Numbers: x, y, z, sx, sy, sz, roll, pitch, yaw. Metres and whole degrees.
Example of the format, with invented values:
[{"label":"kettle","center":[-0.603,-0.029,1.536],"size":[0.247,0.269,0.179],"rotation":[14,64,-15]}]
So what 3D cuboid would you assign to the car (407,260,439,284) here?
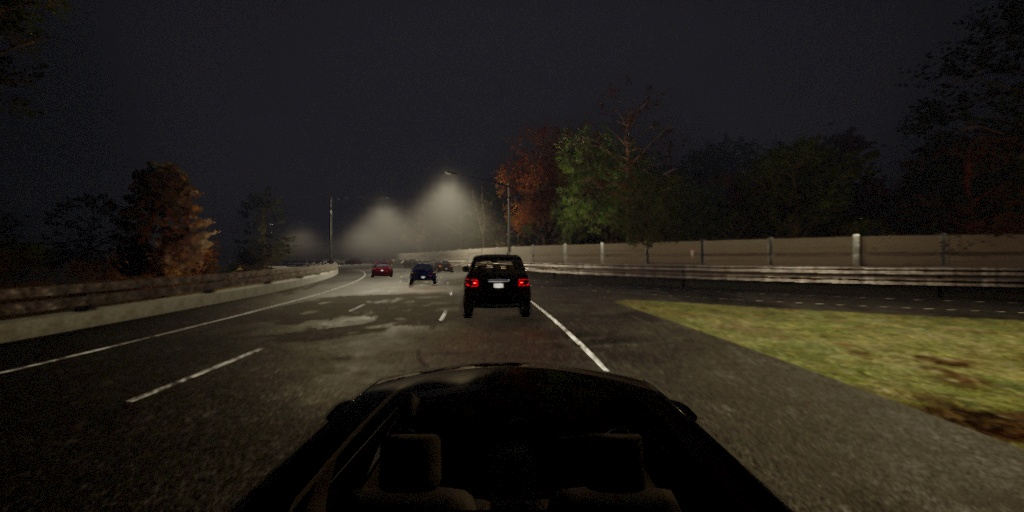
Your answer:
[{"label":"car","center":[-6.764,1.301,27.312],"size":[1.812,1.442,4.674],"rotation":[0,0,-14]}]

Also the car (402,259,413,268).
[{"label":"car","center":[-17.285,1.321,60.750],"size":[1.837,1.490,4.892],"rotation":[0,0,-31]}]

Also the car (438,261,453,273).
[{"label":"car","center":[-8.430,1.307,43.414],"size":[1.812,1.442,4.674],"rotation":[0,0,-22]}]

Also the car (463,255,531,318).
[{"label":"car","center":[-0.639,0.974,13.314],"size":[2.150,2.045,5.566],"rotation":[0,0,-5]}]

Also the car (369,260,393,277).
[{"label":"car","center":[-13.173,1.364,36.432],"size":[1.994,1.385,4.181],"rotation":[0,0,-19]}]
